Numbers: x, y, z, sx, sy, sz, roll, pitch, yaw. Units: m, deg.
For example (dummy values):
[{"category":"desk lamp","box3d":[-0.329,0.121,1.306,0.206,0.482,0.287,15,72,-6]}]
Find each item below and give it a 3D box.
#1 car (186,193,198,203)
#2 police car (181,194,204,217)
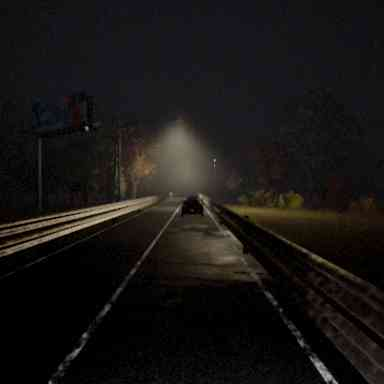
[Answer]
[{"category":"car","box3d":[0.051,1.102,57.601,2.033,1.649,4.856,0,-1,0]},{"category":"police car","box3d":[0.042,1.242,29.206,1.930,1.638,5.238,0,0,1]}]
